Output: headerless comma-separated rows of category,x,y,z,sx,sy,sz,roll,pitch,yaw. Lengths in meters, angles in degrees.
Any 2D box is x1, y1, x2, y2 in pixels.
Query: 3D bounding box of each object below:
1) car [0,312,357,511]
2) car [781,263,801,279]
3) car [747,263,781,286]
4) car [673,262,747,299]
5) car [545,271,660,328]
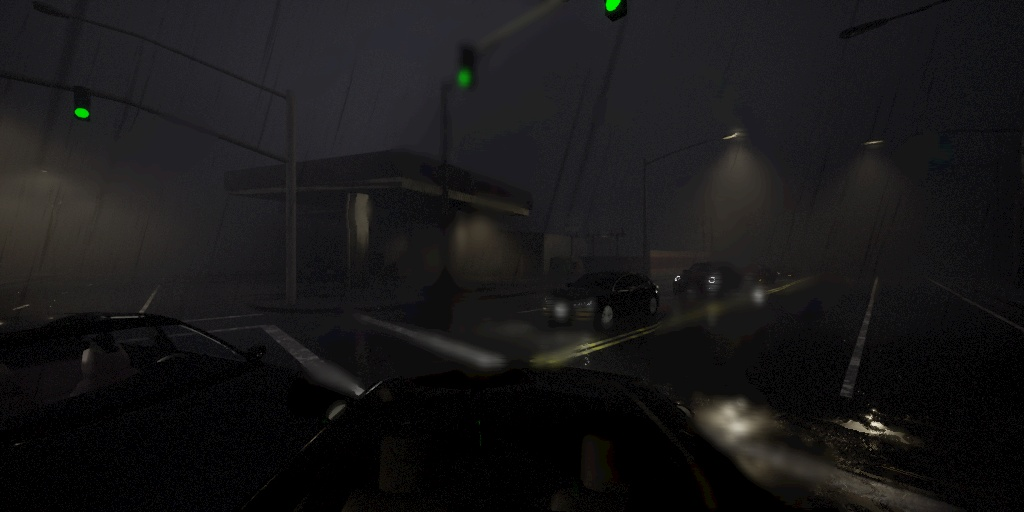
car,-3.375,1.242,2.708,4.902,1.511,2.128,0,0,16
car,24.343,1.314,32.057,4.181,1.385,1.994,0,0,-44
car,17.087,1.314,25.129,4.181,1.385,1.994,0,0,-45
car,10.041,1.102,18.340,4.553,1.767,2.097,0,0,-44
car,3.083,1.255,11.615,4.892,1.490,1.837,0,0,-44
